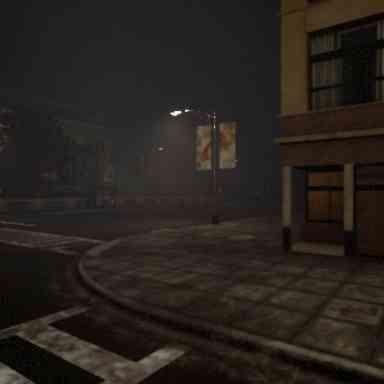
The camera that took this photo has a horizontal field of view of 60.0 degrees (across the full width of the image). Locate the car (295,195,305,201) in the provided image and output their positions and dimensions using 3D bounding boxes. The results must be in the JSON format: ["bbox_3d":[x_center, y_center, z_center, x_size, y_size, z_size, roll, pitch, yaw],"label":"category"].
[{"bbox_3d":[27.730,1.509,82.656,4.674,1.452,2.002,0,0,-35],"label":"car"}]
